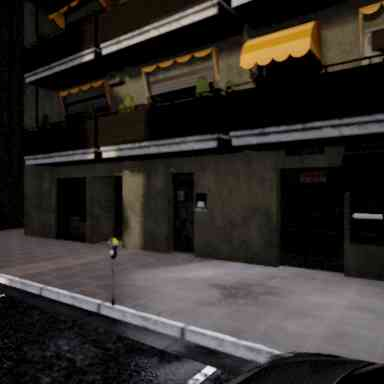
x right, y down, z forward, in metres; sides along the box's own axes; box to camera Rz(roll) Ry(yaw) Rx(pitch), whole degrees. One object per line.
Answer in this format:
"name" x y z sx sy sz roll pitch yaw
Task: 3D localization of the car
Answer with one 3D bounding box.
"car" 1.931 1.558 1.489 4.313 1.339 1.947 -1 0 36
